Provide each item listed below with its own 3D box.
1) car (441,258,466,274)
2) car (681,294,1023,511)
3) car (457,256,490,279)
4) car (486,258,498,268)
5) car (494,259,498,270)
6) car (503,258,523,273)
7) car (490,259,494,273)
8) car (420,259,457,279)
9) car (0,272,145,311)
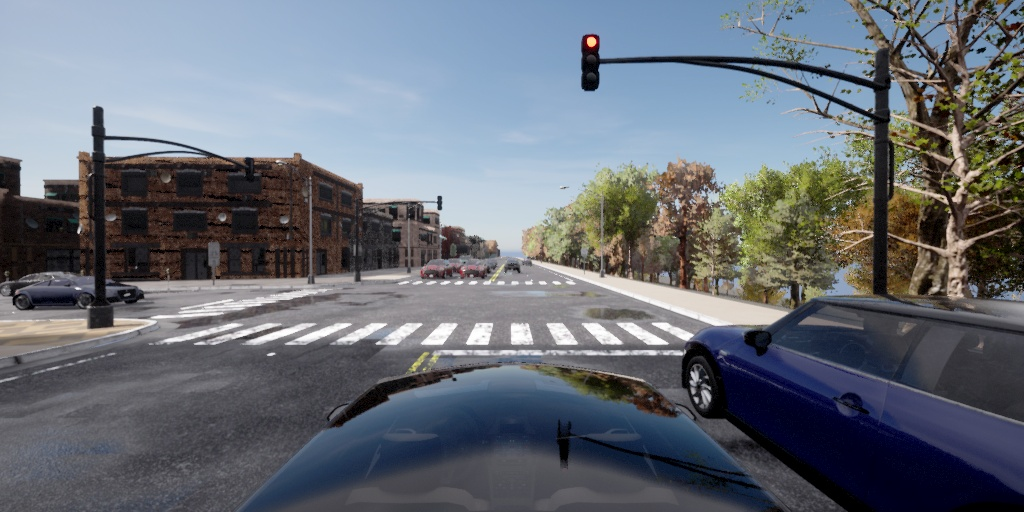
[{"bbox_3d":[-6.657,1.084,41.052,2.097,1.767,4.553,0,0,0],"label":"car"},{"bbox_3d":[3.350,1.101,3.041,2.097,1.767,4.553,0,0,0],"label":"car"},{"bbox_3d":[-3.380,1.088,32.234,2.097,1.767,4.553,0,0,0],"label":"car"},{"bbox_3d":[-3.437,1.224,61.635,1.837,1.490,4.892,0,2,0],"label":"car"},{"bbox_3d":[-3.428,1.292,51.330,1.994,1.385,4.181,0,0,1],"label":"car"},{"bbox_3d":[0.030,1.237,44.012,1.837,1.490,4.892,0,0,0],"label":"car"},{"bbox_3d":[-3.408,1.210,41.332,1.882,1.535,5.008,0,0,0],"label":"car"},{"bbox_3d":[-6.694,1.087,32.249,2.097,1.767,4.553,0,0,2],"label":"car"},{"bbox_3d":[-19.350,1.600,16.128,4.181,1.385,1.994,-1,1,-1],"label":"car"}]
